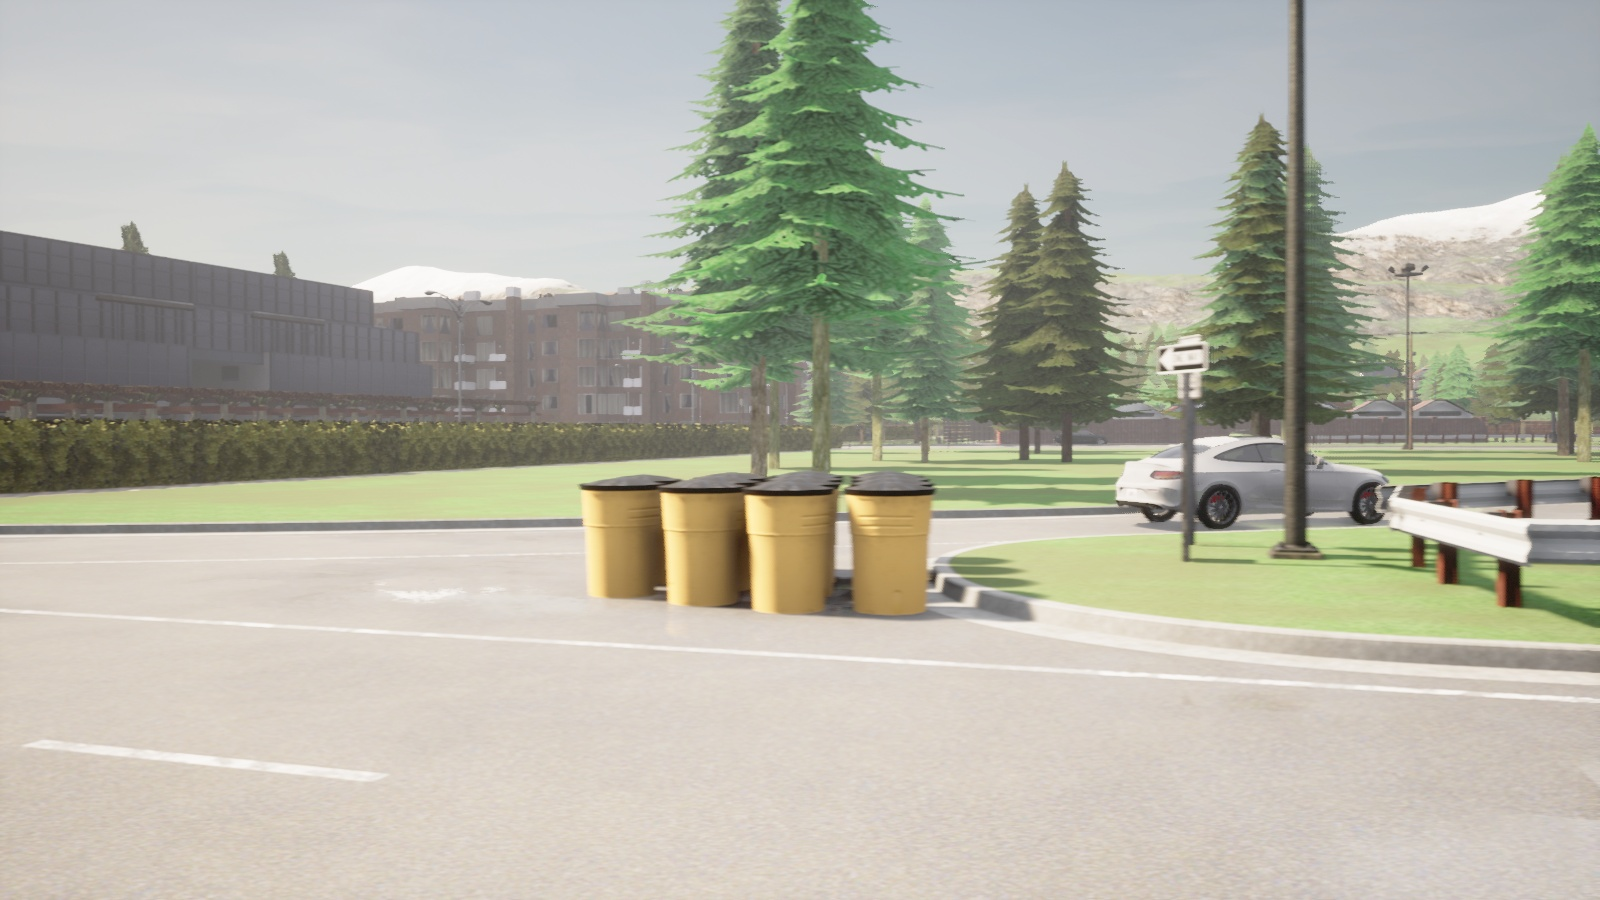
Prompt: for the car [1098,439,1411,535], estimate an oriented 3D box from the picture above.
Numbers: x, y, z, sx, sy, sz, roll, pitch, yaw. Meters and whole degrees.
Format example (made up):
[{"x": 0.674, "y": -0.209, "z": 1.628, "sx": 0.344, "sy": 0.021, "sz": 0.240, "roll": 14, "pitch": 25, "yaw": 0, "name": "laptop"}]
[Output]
[{"x": 7.449, "y": 0.550, "z": 20.634, "sx": 4.674, "sy": 1.442, "sz": 1.812, "roll": 0, "pitch": 1, "yaw": -18, "name": "car"}]
